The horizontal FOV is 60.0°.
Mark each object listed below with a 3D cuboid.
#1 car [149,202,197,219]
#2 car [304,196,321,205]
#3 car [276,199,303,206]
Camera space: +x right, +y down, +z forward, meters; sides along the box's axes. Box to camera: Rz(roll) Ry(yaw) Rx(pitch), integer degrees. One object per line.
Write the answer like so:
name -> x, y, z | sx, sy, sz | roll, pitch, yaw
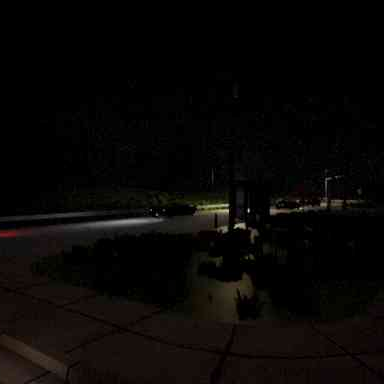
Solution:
car -> -1.632, 1.599, 29.635 | 1.895, 1.301, 4.718 | 0, 0, 36
car -> 18.178, 1.351, 51.044 | 2.097, 1.767, 4.553 | 0, 0, 36
car -> 12.435, 1.563, 42.996 | 1.994, 1.385, 4.181 | 0, 0, 36
